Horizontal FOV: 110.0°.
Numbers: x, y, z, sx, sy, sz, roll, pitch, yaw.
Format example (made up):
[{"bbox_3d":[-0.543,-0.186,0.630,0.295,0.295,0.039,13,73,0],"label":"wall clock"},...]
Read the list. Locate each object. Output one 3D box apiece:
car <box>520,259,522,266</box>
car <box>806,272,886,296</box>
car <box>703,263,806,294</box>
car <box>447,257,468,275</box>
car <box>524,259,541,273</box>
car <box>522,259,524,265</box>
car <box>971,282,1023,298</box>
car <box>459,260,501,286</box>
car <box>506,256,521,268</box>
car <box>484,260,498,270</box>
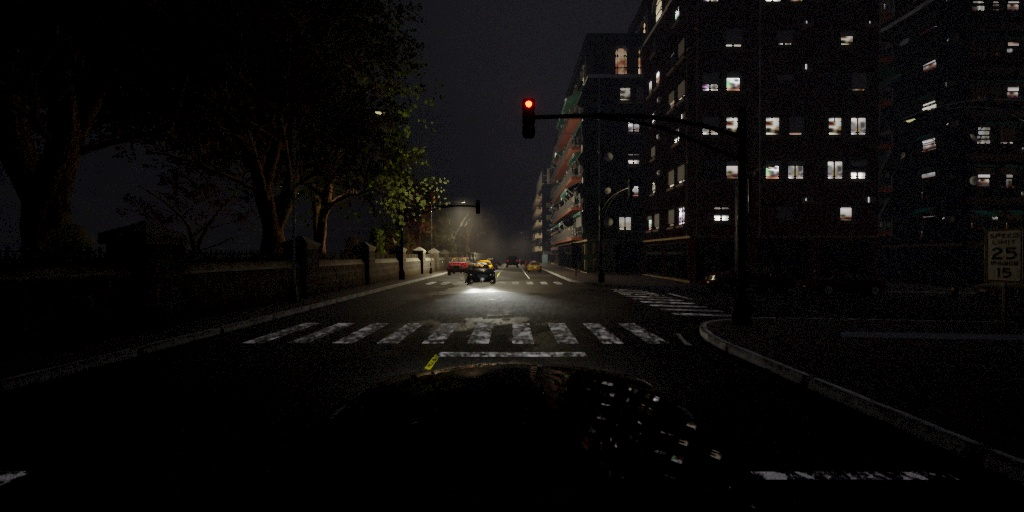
[{"bbox_3d":[2.737,1.315,55.347,2.007,1.370,4.403,0,0,0],"label":"car"},{"bbox_3d":[20.312,1.671,22.159,4.507,1.381,1.888,0,0,0],"label":"car"},{"bbox_3d":[14.617,1.338,22.146,5.009,1.841,2.192,0,0,0],"label":"car"},{"bbox_3d":[-5.657,1.069,38.748,2.192,1.841,5.009,0,0,0],"label":"car"},{"bbox_3d":[2.728,1.283,44.447,1.751,1.417,4.829,0,0,0],"label":"car"},{"bbox_3d":[2.733,1.306,49.811,1.888,1.381,4.507,0,0,0],"label":"car"},{"bbox_3d":[31.533,1.857,22.184,4.829,1.417,1.751,0,0,0],"label":"car"},{"bbox_3d":[-2.378,1.242,25.537,2.128,1.511,4.902,0,0,-11],"label":"car"},{"bbox_3d":[0.055,0.992,63.674,2.150,2.045,5.566,0,0,0],"label":"car"},{"bbox_3d":[-3.044,1.289,52.941,1.812,1.442,4.674,0,0,0],"label":"car"}]
